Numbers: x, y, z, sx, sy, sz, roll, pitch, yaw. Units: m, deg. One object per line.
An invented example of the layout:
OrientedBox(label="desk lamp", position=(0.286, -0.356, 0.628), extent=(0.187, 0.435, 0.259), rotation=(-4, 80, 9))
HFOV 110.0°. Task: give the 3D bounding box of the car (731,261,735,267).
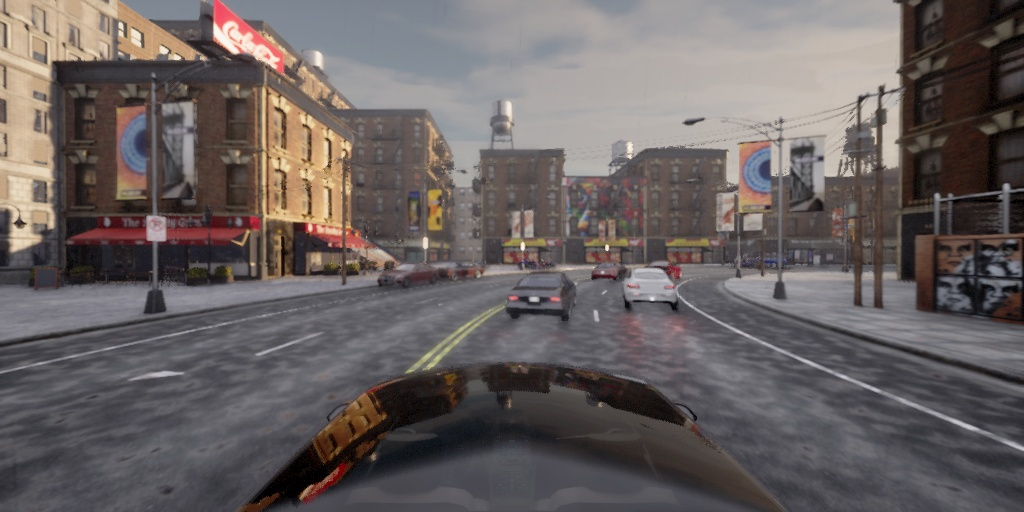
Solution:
OrientedBox(label="car", position=(33.870, 0.934, 51.360), extent=(4.674, 1.442, 1.812), rotation=(0, 0, -5))

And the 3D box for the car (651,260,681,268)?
OrientedBox(label="car", position=(11.373, 1.053, 26.878), extent=(1.882, 1.535, 5.008), rotation=(0, 1, 35))

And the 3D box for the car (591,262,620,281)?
OrientedBox(label="car", position=(7.674, 1.134, 27.642), extent=(1.994, 1.385, 4.181), rotation=(0, 1, 34))

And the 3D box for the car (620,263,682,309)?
OrientedBox(label="car", position=(5.438, 1.187, 14.427), extent=(1.812, 1.442, 4.674), rotation=(0, 1, 17))

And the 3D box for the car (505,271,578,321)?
OrientedBox(label="car", position=(1.183, 1.223, 12.270), extent=(2.033, 1.411, 5.357), rotation=(0, 0, 13))

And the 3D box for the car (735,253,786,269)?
OrientedBox(label="car", position=(33.496, 0.658, 47.848), extent=(5.566, 2.045, 2.150), rotation=(0, 0, -5))
